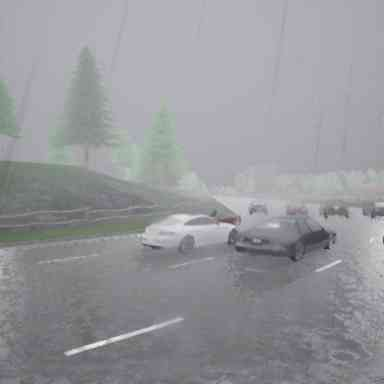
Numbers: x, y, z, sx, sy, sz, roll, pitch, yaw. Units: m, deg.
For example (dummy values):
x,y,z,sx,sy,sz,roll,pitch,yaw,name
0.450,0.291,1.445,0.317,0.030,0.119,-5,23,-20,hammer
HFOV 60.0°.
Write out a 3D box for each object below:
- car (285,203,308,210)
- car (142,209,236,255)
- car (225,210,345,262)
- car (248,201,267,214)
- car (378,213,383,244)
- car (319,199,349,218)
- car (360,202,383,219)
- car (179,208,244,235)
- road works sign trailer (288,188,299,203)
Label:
x,y,z,sx,sy,sz,roll,pitch,yaw,name
10.152,1.757,32.494,1.895,1.301,4.718,0,0,14,car
0.067,1.618,13.814,1.812,1.442,4.674,-1,0,44,car
3.725,1.610,12.495,2.033,1.411,5.357,-1,0,41,car
7.431,1.729,37.459,1.812,1.442,4.674,0,0,8,car
9.019,1.602,13.381,1.994,1.385,4.181,-1,0,37,car
13.368,1.483,31.541,2.097,1.767,4.553,0,0,15,car
16.965,1.628,30.348,1.812,1.442,4.674,0,0,15,car
1.346,1.732,20.892,1.895,1.301,4.718,-1,0,35,car
23.935,0.841,78.760,2.380,3.560,2.880,0,0,3,road works sign trailer
